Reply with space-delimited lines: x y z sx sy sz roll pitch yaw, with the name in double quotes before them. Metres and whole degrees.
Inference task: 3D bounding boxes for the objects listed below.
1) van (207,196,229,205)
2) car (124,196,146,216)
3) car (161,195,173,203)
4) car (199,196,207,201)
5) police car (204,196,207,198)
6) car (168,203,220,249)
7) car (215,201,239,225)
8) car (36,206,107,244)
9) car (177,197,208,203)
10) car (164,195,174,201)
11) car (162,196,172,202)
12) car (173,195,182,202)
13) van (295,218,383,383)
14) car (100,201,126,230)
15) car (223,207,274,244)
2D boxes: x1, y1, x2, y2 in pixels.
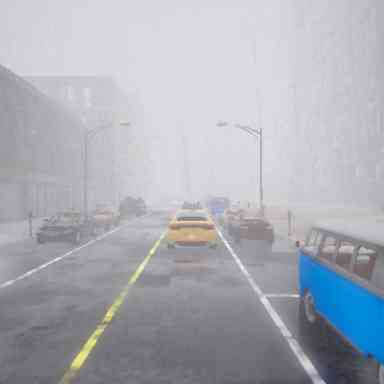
"van" 2.704 1.351 32.300 1.690 1.788 3.998 1 0 0
"car" -5.676 1.324 32.300 2.192 1.841 5.009 1 0 0
"car" -5.679 1.576 71.288 1.887 1.381 4.507 1 0 0
"car" 2.701 1.589 82.426 2.008 1.369 4.403 1 0 0
"police car" 3.133 1.443 48.466 1.930 1.638 5.238 0 0 0
"car" 0.000 1.488 14.651 1.882 1.535 5.008 0 0 0
"car" 2.702 1.530 21.329 1.752 1.417 4.829 1 0 0
"car" -5.679 1.554 15.590 2.008 1.369 4.403 1 0 0
"car" 0.000 1.504 29.654 2.128 1.511 4.902 0 0 0
"car" -5.678 1.478 82.428 1.967 1.590 4.097 1 0 0
"car" -5.679 1.600 76.858 1.947 1.339 4.313 1 0 0
"car" -3.000 1.512 75.941 2.128 1.511 4.902 0 0 0
"van" 2.705 1.341 4.451 1.690 1.788 3.998 1 0 0
"car" -5.679 1.530 20.991 1.752 1.417 4.829 1 0 0
"car" 2.701 1.585 15.589 1.802 1.307 4.206 1 0 0
